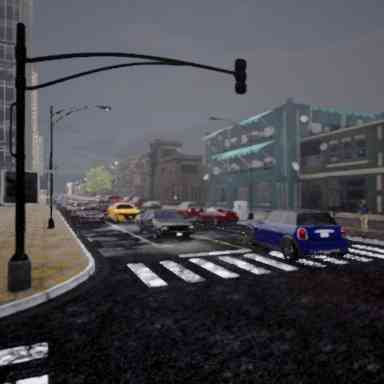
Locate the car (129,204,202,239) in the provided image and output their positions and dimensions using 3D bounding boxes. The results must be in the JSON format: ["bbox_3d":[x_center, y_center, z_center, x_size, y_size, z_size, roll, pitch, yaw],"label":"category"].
[{"bbox_3d":[-1.651,1.631,18.219,2.033,1.411,5.357,0,0,-24],"label":"car"}]

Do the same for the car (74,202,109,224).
[{"bbox_3d":[-7.996,1.714,26.256,1.802,1.307,4.206,1,-1,-24],"label":"car"}]

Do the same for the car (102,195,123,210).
[{"bbox_3d":[-11.865,1.482,49.470,2.150,2.045,5.566,0,0,-24],"label":"car"}]

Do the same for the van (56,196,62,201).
[{"bbox_3d":[-25.817,1.677,66.892,1.690,1.788,3.998,1,-1,-24],"label":"van"}]

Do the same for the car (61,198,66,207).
[{"bbox_3d":[-16.908,1.825,46.573,1.802,1.307,4.206,1,-1,-24],"label":"car"}]

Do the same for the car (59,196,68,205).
[{"bbox_3d":[-19.135,1.813,51.652,1.887,1.381,4.507,1,-1,-24],"label":"car"}]

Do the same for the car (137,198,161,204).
[{"bbox_3d":[-4.777,1.761,39.780,2.008,1.369,4.403,1,-1,-24],"label":"car"}]

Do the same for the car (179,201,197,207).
[{"bbox_3d":[-0.320,1.593,29.624,1.967,1.590,4.097,1,-1,-24],"label":"car"}]

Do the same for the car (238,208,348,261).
[{"bbox_3d":[3.794,1.416,12.958,2.097,1.767,4.553,0,0,-15],"label":"car"}]

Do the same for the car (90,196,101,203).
[{"bbox_3d":[-24.829,1.858,85.495,1.967,1.590,4.097,1,-1,-24],"label":"car"}]

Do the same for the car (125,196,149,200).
[{"bbox_3d":[-7.002,1.553,44.861,2.192,1.841,5.009,1,-1,-24],"label":"car"}]

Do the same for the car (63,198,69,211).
[{"bbox_3d":[-14.680,1.799,41.491,1.802,1.307,4.206,1,-1,-24],"label":"car"}]

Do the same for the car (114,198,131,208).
[{"bbox_3d":[-11.529,1.815,55.176,1.752,1.417,4.829,1,-1,-24],"label":"car"}]

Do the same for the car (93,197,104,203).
[{"bbox_3d":[-22.603,1.964,80.415,1.947,1.339,4.313,1,-1,-24],"label":"car"}]

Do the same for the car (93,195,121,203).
[{"bbox_3d":[-9.531,1.542,36.212,2.097,1.767,4.553,0,0,-24],"label":"car"}]

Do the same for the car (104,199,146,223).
[{"bbox_3d":[-5.576,1.615,27.188,1.882,1.535,5.008,0,0,-24],"label":"car"}]

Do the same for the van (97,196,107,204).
[{"bbox_3d":[-20.372,1.719,75.338,1.690,1.788,3.998,1,-1,-24],"label":"van"}]

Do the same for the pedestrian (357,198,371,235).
[{"bbox_3d":[8.563,1.215,16.433,0.375,1.860,0.375,1,-1,-24],"label":"pedestrian"}]

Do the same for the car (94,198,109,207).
[{"bbox_3d":[-16.157,1.812,59.237,1.837,1.490,4.892,0,0,-24],"label":"car"}]

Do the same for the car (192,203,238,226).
[{"bbox_3d":[1.907,1.704,24.541,1.802,1.307,4.206,1,-1,-24],"label":"car"}]

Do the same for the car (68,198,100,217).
[{"bbox_3d":[-10.222,1.602,31.336,1.967,1.590,4.097,1,-1,-24],"label":"car"}]
